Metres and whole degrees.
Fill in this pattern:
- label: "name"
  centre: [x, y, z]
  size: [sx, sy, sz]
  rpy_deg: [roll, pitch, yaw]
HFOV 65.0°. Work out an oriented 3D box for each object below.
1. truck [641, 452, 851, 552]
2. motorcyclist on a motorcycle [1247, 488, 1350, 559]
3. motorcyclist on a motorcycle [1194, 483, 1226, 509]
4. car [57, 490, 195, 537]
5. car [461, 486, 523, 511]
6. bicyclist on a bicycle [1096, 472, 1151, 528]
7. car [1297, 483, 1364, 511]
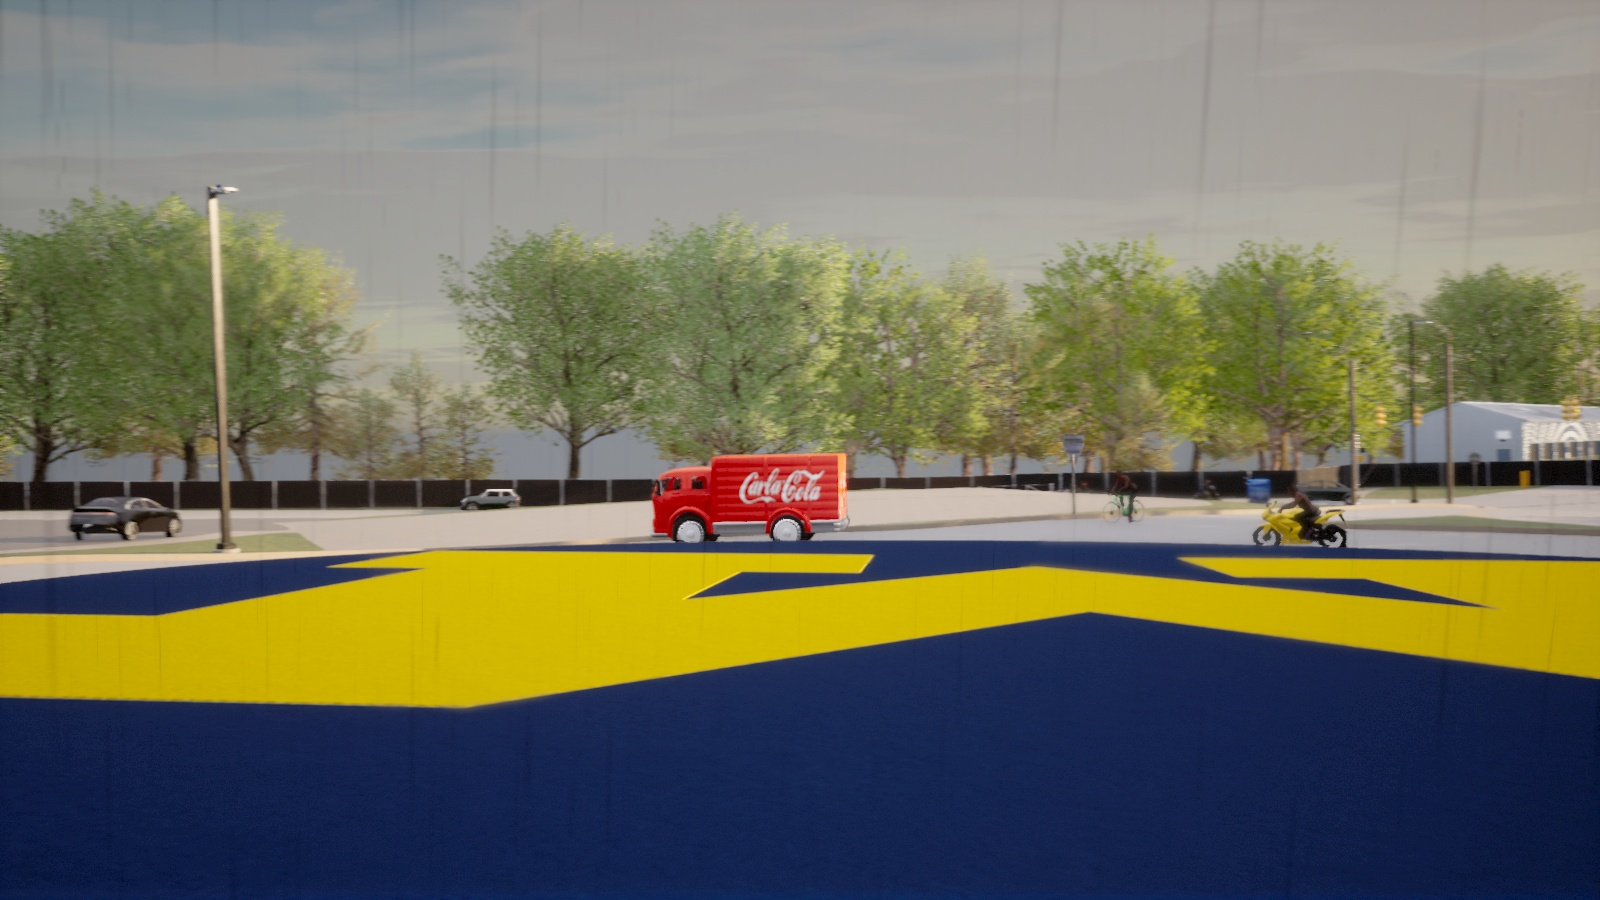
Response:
- label: "truck"
  centre: [-1.374, 1.368, 33.871]
  size: [5.204, 2.467, 2.627]
  rpy_deg: [-1, 0, 8]
- label: "motorcyclist on a motorcycle"
  centre: [11.217, 1.629, 28.259]
  size: [2.044, 1.523, 0.797]
  rpy_deg: [-1, -1, 30]
- label: "motorcyclist on a motorcycle"
  centre: [25.916, 2.892, 79.410]
  size: [1.817, 1.590, 0.866]
  rpy_deg: [-1, 1, 14]
- label: "car"
  centre: [-23.740, 2.204, 44.485]
  size: [2.128, 1.511, 4.902]
  rpy_deg: [1, -2, 1]
- label: "car"
  centre: [-20.027, 3.141, 81.805]
  size: [3.806, 1.475, 1.970]
  rpy_deg: [0, 1, -9]
- label: "bicyclist on a bicycle"
  centre: [9.839, 1.510, 38.167]
  size: [1.656, 1.620, 0.582]
  rpy_deg: [-1, 1, -27]
- label: "car"
  centre: [32.586, 2.895, 77.105]
  size: [3.705, 1.549, 1.789]
  rpy_deg: [0, 2, 25]
